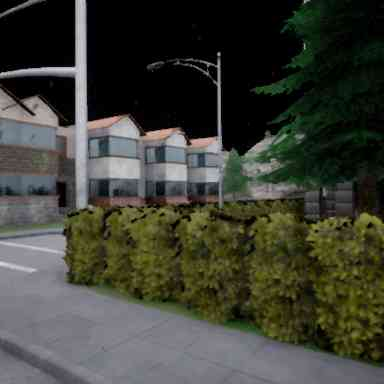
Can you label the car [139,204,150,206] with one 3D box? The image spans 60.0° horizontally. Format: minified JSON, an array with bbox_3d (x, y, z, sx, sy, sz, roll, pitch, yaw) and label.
[{"bbox_3d":[-3.320,1.672,23.296,2.097,1.767,4.553,-1,0,35],"label":"car"}]
